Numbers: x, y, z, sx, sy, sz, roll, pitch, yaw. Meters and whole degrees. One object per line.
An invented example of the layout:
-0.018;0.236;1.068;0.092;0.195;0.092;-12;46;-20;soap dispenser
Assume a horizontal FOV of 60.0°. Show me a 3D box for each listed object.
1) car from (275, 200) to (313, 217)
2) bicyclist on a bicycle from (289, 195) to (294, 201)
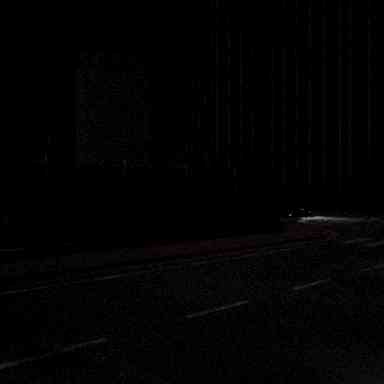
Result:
8.863;1.468;30.716;1.812;1.442;4.674;0;0;-36;car
13.417;1.242;44.950;1.656;1.620;0.582;0;0;-36;bicyclist on a bicycle
